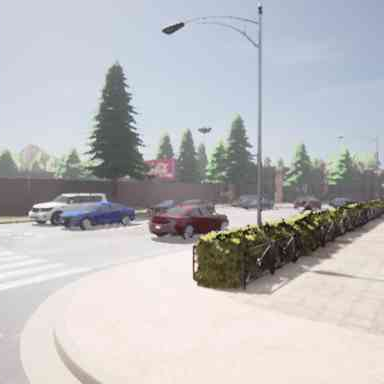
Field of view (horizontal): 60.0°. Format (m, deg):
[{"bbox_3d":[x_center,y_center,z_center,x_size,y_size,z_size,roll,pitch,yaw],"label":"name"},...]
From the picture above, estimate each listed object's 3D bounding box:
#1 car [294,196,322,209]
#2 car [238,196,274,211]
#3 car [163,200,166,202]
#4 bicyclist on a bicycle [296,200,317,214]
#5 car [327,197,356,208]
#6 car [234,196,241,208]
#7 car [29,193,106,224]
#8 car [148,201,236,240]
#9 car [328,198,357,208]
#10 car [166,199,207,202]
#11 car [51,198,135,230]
[{"bbox_3d":[14.774,1.293,42.303,2.097,1.767,4.553,0,0,41],"label":"car"},{"bbox_3d":[8.010,1.469,39.657,2.033,1.411,5.357,0,0,37],"label":"car"},{"bbox_3d":[-1.891,1.451,32.180,2.033,1.411,5.357,0,0,36],"label":"car"},{"bbox_3d":[6.148,1.276,17.771,1.656,1.620,0.582,0,0,36],"label":"bicyclist on a bicycle"},{"bbox_3d":[22.118,1.515,49.271,4.181,1.385,1.994,0,0,-34],"label":"car"},{"bbox_3d":[7.136,1.257,44.179,2.097,1.767,4.553,0,0,39],"label":"car"},{"bbox_3d":[-8.364,1.124,23.295,2.150,2.045,5.566,0,0,36],"label":"car"},{"bbox_3d":[-0.020,1.431,16.808,1.882,1.535,5.008,0,0,37],"label":"car"},{"bbox_3d":[19.383,1.452,42.069,2.128,1.511,4.902,0,0,45],"label":"car"},{"bbox_3d":[0.202,1.425,29.091,1.837,1.490,4.892,0,0,36],"label":"car"},{"bbox_3d":[-5.826,1.397,20.834,1.882,1.535,5.008,0,0,36],"label":"car"}]
